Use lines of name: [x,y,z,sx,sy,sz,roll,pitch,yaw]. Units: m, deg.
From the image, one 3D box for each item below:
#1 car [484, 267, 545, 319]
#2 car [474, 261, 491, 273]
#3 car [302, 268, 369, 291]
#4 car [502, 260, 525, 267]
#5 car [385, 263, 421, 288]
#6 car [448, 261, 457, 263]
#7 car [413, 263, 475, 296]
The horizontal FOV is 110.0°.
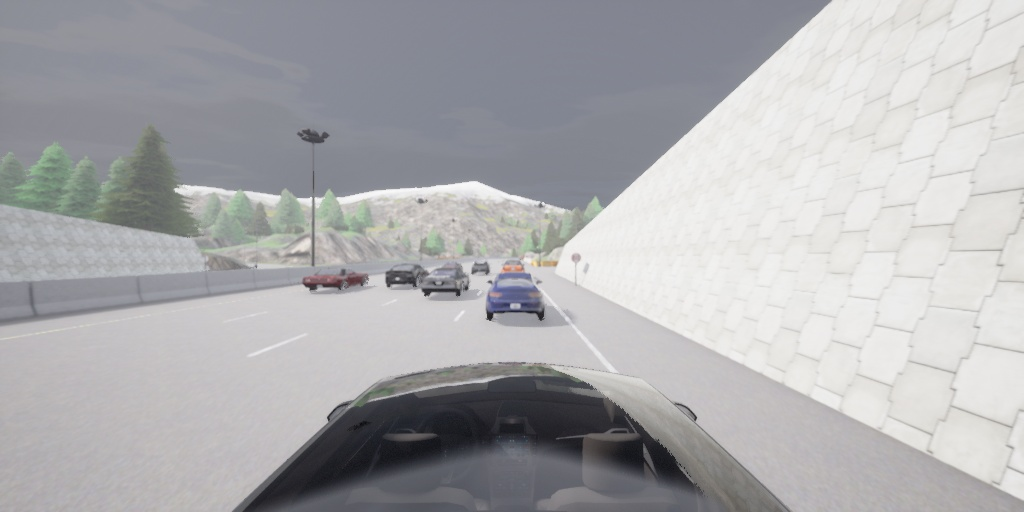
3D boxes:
car: [0.097,1.277,12.607,1.812,1.442,4.674,0,0,0]
car: [-3.411,1.247,40.004,2.128,1.511,4.902,0,0,0]
car: [-10.406,1.355,21.626,1.895,1.301,4.718,0,0,0]
car: [0.125,1.106,32.349,2.097,1.767,4.553,0,0,1]
car: [-6.908,1.232,24.121,1.882,1.535,5.008,0,0,0]
car: [-6.912,1.320,41.886,1.994,1.385,4.181,0,0,0]
car: [-3.406,1.300,19.145,2.033,1.411,5.357,0,0,0]
